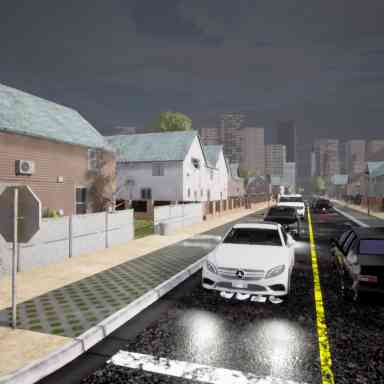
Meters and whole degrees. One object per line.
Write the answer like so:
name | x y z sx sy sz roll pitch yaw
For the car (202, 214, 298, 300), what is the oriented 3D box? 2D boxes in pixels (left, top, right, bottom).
car | 1.685 1.533 8.693 1.812 1.442 4.674 0 0 19

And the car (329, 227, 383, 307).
car | 4.445 1.551 7.947 2.033 1.411 5.357 0 0 19

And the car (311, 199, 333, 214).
car | 14.352 1.522 36.545 1.837 1.490 4.892 0 0 18

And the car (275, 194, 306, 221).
car | 8.376 1.237 28.122 2.150 2.045 5.566 0 0 19

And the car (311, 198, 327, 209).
car | 17.590 1.586 46.181 1.994 1.385 4.181 0 0 19

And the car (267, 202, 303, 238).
car | 4.915 1.516 18.083 1.837 1.490 4.892 0 0 19
